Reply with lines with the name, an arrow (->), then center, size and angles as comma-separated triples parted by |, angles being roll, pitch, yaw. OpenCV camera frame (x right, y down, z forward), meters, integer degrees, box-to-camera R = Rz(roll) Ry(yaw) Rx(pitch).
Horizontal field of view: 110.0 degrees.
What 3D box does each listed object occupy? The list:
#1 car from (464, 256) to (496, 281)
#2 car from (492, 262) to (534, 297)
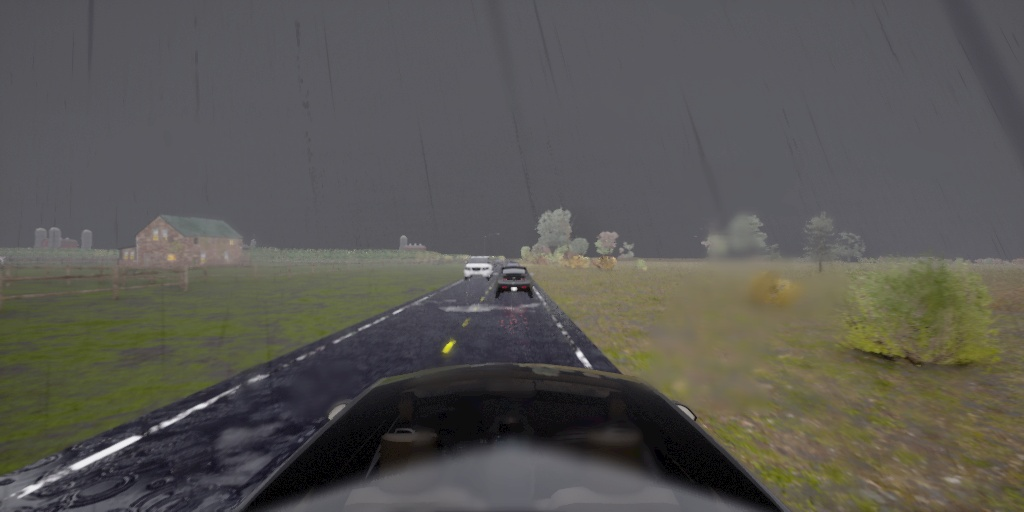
car -> -2.845, 1.021, 31.375 | 2.150, 2.045, 5.566 | 0, 0, 0
car -> 0.100, 1.274, 18.940 | 1.837, 1.490, 4.892 | 0, 0, 0
